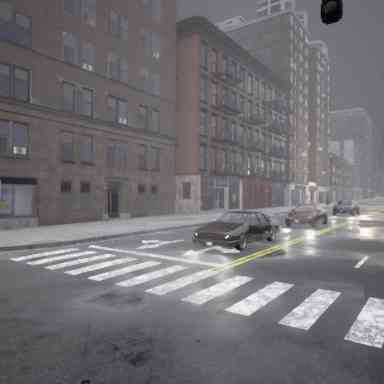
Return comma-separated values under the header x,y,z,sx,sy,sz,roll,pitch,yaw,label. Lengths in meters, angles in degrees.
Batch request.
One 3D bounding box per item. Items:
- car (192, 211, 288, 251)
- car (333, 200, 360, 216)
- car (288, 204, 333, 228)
x,y,z,sx,sy,sz,roll,pitch,yaw,label
2.203,1.560,14.687,2.033,1.411,5.357,0,0,36,car
15.228,1.547,32.839,1.837,1.490,4.892,0,0,36,car
7.902,1.549,22.649,1.812,1.442,4.674,0,0,36,car
